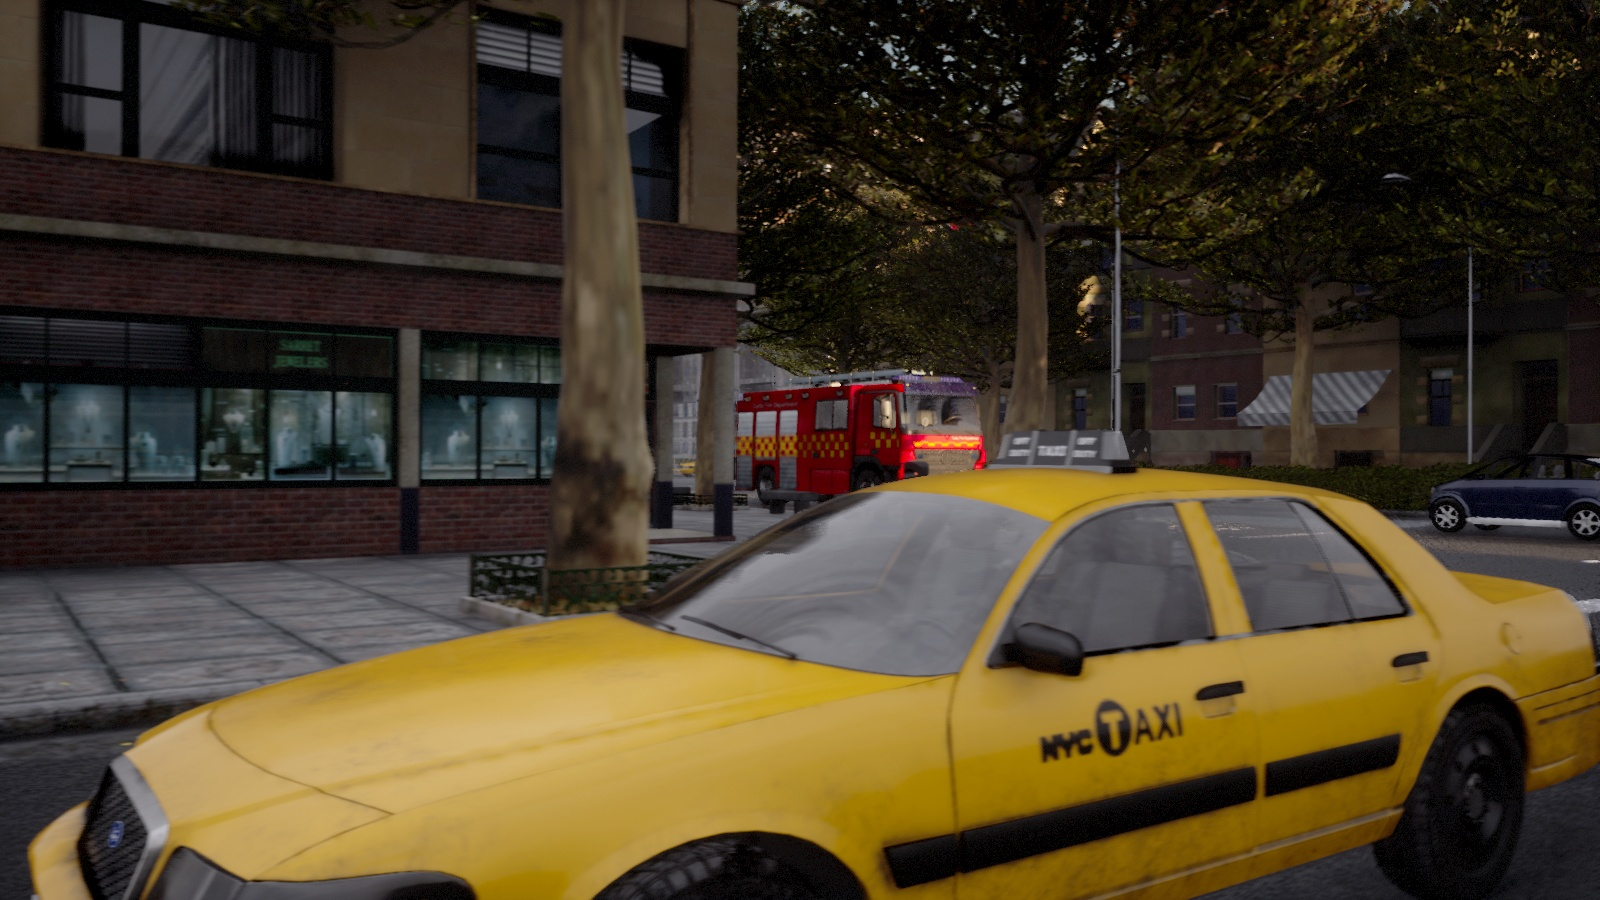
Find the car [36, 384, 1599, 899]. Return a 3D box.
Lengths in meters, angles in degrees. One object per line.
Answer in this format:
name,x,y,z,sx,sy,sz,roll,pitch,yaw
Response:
car,0.683,0.697,4.134,5.366,1.575,1.801,0,0,-35

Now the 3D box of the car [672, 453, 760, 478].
car,-5.274,0.958,79.048,5.366,1.575,1.801,0,0,-36

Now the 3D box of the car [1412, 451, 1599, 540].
car,13.834,0.794,23.685,1.789,1.549,3.705,0,0,-34

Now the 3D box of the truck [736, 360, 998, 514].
truck,1.618,-0.302,35.529,2.891,3.827,8.468,0,0,-34
